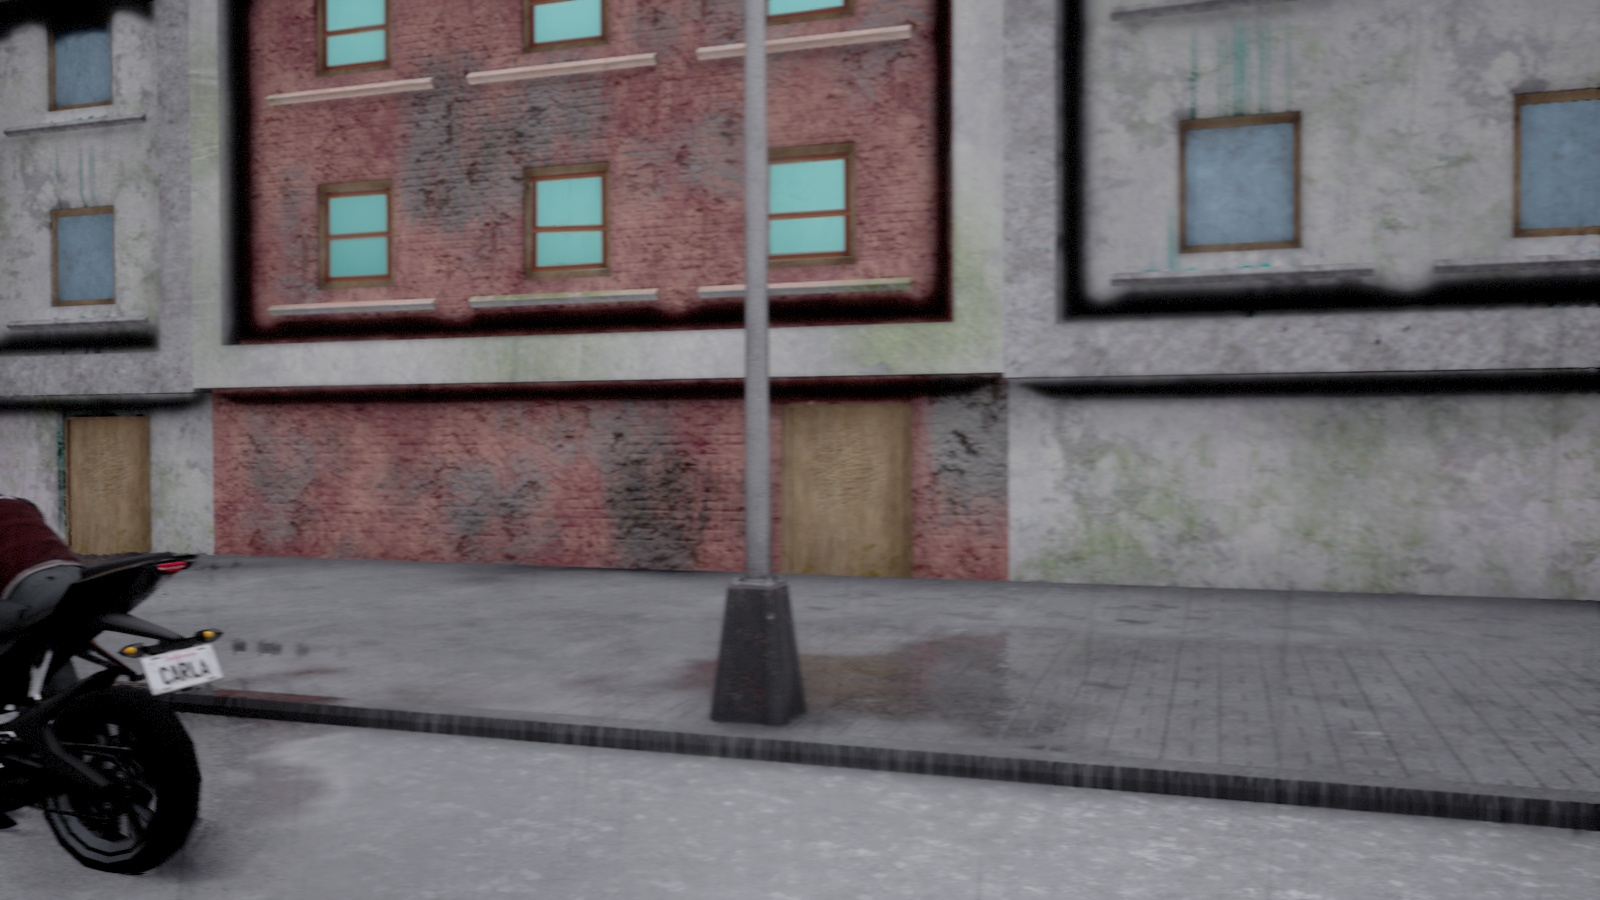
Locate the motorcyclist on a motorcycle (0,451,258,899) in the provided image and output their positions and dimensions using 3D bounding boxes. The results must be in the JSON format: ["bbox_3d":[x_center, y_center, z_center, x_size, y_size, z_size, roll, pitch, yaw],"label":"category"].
[{"bbox_3d":[-3.289,0.778,4.827,2.191,1.530,0.866,0,1,19],"label":"motorcyclist on a motorcycle"}]
